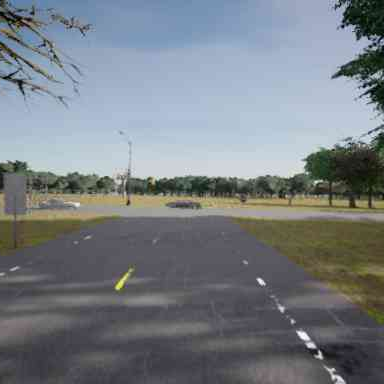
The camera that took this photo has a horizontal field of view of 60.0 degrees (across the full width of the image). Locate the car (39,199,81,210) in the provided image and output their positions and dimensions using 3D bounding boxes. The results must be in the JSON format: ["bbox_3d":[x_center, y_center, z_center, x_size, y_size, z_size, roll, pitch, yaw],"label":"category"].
[{"bbox_3d":[-16.504,1.536,41.754,4.718,1.301,1.895,2,1,0],"label":"car"}]

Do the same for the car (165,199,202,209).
[{"bbox_3d":[-1.215,1.775,48.704,5.357,1.411,2.033,1,0,0],"label":"car"}]
